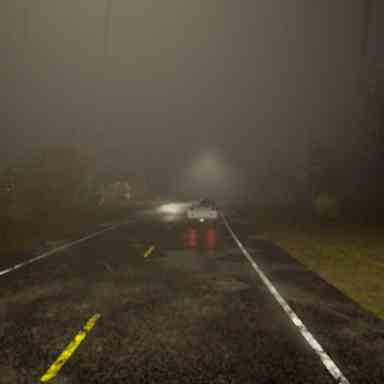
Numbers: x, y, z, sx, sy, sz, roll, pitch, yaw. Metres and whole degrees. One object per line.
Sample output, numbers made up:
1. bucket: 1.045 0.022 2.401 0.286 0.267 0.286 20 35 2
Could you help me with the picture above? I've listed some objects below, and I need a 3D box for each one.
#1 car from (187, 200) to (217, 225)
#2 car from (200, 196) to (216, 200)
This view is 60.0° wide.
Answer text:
1. car: 0.728 1.476 23.206 1.895 1.301 4.718 0 0 3
2. car: 1.958 1.266 41.296 2.128 1.511 4.902 0 0 5
